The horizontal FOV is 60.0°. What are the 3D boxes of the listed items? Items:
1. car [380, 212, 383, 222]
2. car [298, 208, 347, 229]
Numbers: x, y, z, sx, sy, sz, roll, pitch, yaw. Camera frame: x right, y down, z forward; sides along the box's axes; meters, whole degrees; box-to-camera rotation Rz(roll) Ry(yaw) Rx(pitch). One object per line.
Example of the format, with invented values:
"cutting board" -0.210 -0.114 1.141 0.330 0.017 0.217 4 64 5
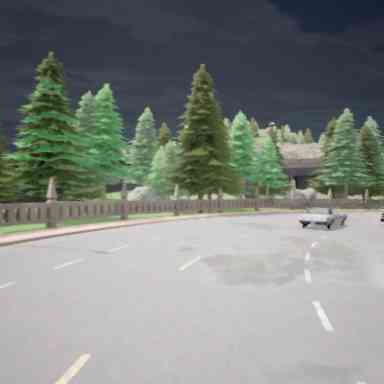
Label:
"car" 15.667 1.738 24.429 5.357 1.411 2.033 1 0 -41
"car" 9.032 1.717 22.704 1.895 1.301 4.718 1 0 40
